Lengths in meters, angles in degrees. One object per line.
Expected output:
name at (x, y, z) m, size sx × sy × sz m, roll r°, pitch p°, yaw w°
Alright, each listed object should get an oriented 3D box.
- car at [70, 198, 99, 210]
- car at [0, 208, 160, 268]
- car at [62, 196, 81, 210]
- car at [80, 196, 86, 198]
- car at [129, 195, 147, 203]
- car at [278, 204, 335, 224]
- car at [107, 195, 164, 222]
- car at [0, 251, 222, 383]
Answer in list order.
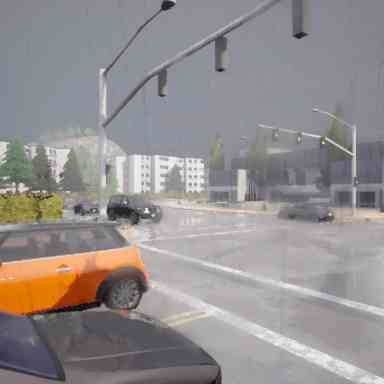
car at (-10.216, 1.564, 32.645) m, size 1.994 × 1.385 × 4.181 m, roll 0°, pitch 0°, yaw -33°
car at (-3.135, 1.352, 6.038) m, size 4.553 × 1.767 × 2.097 m, roll 0°, pitch 0°, yaw -34°
car at (-15.618, 1.526, 42.606) m, size 1.812 × 1.442 × 4.674 m, roll 0°, pitch 0°, yaw -21°
car at (-19.043, 1.492, 56.571) m, size 2.128 × 1.511 × 4.902 m, roll 0°, pitch 0°, yaw -5°
car at (-11.235, 1.477, 68.959) m, size 1.882 × 1.535 × 5.008 m, roll 0°, pitch 0°, yaw 14°
car at (8.627, 1.564, 25.322) m, size 1.994 × 1.385 × 4.181 m, roll 0°, pitch 0°, yaw -38°
car at (-4.344, 1.221, 24.566) m, size 2.150 × 2.045 × 5.566 m, roll 0°, pitch 0°, yaw -39°
car at (-2.271, 1.547, 2.146) m, size 5.357 × 1.411 × 2.033 m, roll 0°, pitch 0°, yaw -35°
